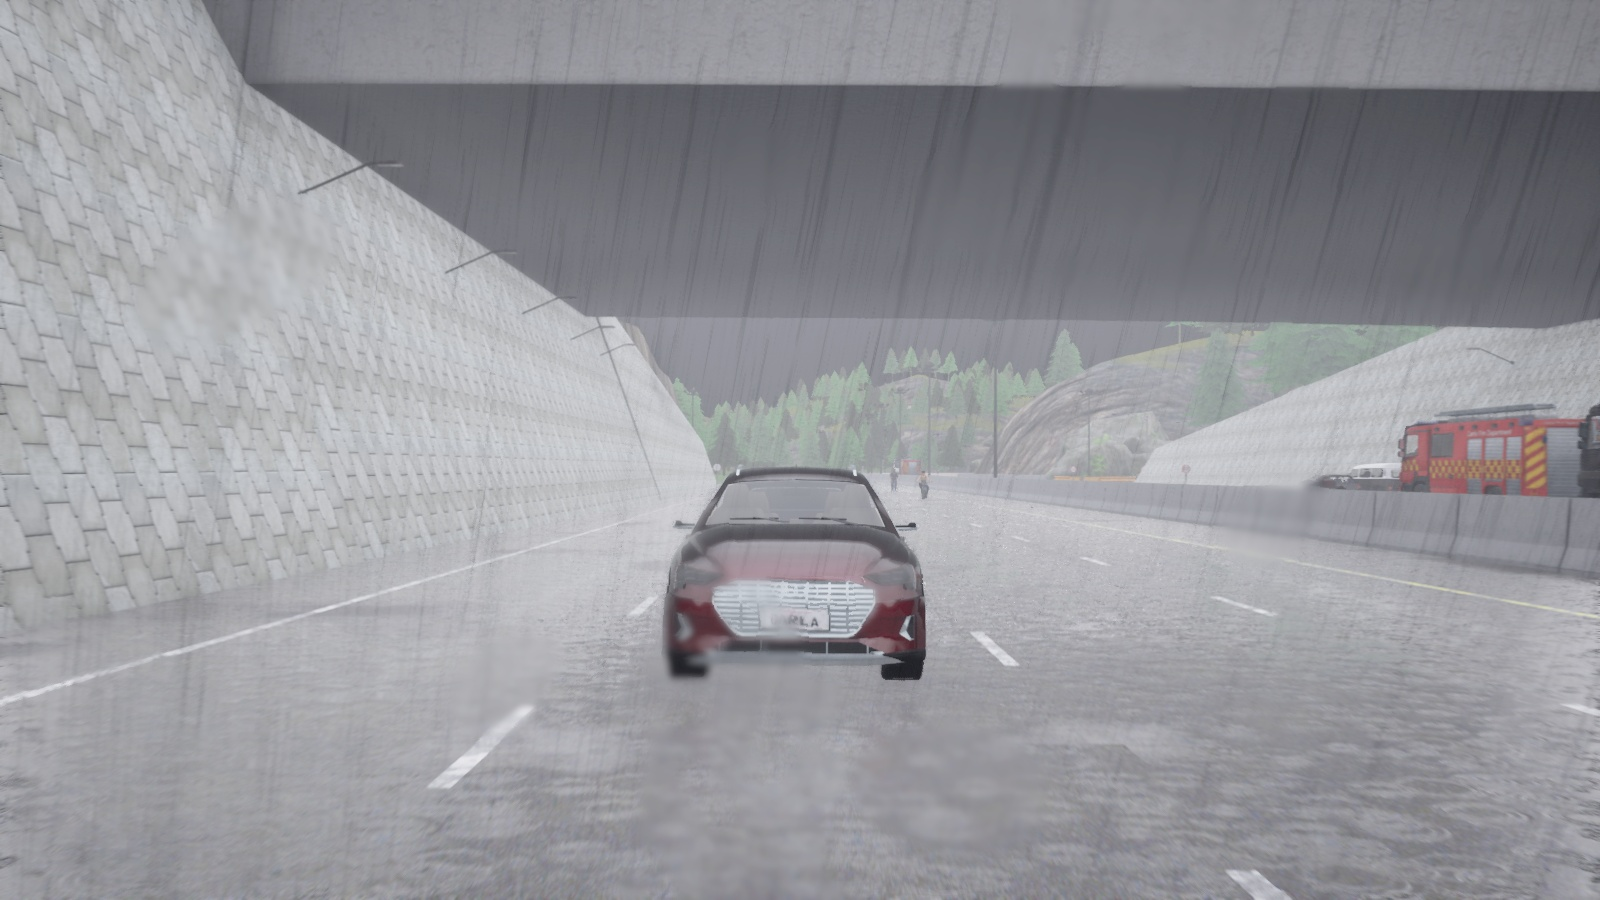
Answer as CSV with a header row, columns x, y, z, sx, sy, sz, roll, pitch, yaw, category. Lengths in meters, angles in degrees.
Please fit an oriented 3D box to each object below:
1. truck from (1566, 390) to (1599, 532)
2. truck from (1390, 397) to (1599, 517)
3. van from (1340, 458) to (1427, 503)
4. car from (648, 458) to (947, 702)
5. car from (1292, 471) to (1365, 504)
x,y,z,sx,sy,sz,roll,pitch,yaw,category
20.929,0.216,27.908,2.891,3.462,7.936,0,-1,0,truck
24.384,0.297,44.498,2.891,3.827,8.468,0,-1,0,truck
27.833,1.432,60.051,2.069,2.038,4.480,0,-1,0,van
-0.027,0.929,10.987,2.033,1.649,4.856,0,-1,0,car
24.341,1.701,57.951,1.845,1.501,3.633,0,-1,0,car
